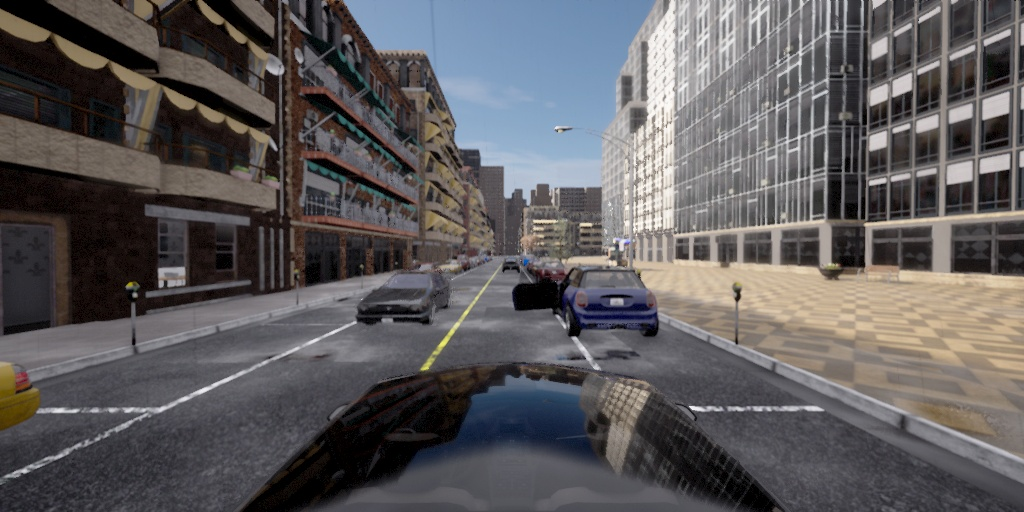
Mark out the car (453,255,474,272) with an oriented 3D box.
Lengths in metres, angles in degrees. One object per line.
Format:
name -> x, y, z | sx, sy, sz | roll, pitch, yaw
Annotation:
car -> -5.871, 0.760, 40.356 | 2.192, 1.841, 5.009 | 0, 0, 0

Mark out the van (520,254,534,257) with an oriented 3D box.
van -> 2.458, 0.705, 51.449 | 1.690, 1.789, 3.998 | 0, 0, 0

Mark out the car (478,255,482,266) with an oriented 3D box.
car -> -5.923, 0.914, 51.410 | 2.007, 1.370, 4.403 | 0, 0, 0

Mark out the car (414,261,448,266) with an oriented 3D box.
car -> -5.792, 1.117, 23.777 | 1.888, 1.381, 4.507 | 0, 0, 0

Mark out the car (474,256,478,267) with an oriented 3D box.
car -> -5.896, 0.954, 45.883 | 2.007, 1.370, 4.403 | 0, 0, 0

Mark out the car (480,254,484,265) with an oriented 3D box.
car -> -5.949, 0.764, 56.935 | 1.967, 1.591, 4.097 | 0, 0, 0

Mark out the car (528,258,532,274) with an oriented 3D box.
car -> 2.561, 1.055, 29.513 | 1.751, 1.417, 4.829 | 0, 0, 0

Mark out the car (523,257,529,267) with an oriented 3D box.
car -> 2.509, 1.028, 40.396 | 1.802, 1.307, 4.207 | 0, 0, 0

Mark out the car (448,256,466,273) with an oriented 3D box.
car -> -5.844, 1.012, 34.661 | 1.751, 1.417, 4.829 | 0, 0, 0

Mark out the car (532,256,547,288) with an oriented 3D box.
car -> 2.589, 1.012, 23.816 | 1.967, 1.591, 4.097 | 0, 0, 0

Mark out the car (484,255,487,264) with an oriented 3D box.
car -> -5.975, 0.851, 62.462 | 1.948, 1.339, 4.313 | 0, 0, 0

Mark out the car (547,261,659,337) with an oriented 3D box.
car -> 2.353, 1.032, 10.196 | 2.097, 1.767, 4.553 | 0, 0, 0

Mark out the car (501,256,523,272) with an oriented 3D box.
car -> -0.100, 0.963, 38.941 | 1.837, 1.490, 4.892 | 0, 1, 0

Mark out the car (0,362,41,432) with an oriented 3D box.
car -> -5.685, 1.275, 1.502 | 1.751, 1.417, 4.829 | 0, 0, 0

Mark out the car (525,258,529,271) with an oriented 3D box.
car -> 2.536, 1.069, 34.870 | 1.802, 1.307, 4.207 | 0, 0, 0

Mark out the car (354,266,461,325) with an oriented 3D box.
car -> -3.144, 1.215, 11.684 | 2.033, 1.411, 5.357 | 0, 0, 0
